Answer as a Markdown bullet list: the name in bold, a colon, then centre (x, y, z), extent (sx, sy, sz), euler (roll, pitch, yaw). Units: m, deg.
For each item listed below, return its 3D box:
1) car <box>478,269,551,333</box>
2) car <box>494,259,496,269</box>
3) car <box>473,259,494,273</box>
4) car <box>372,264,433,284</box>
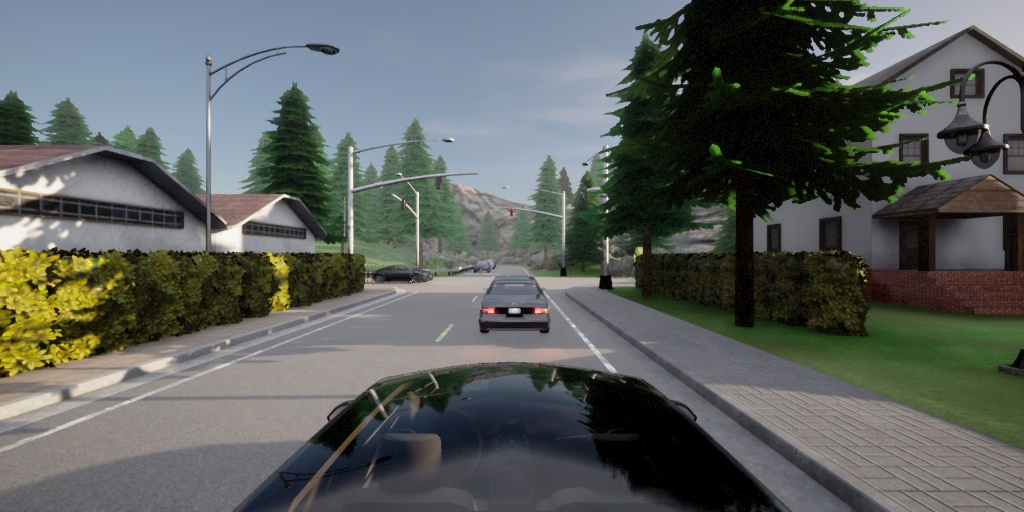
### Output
- **car**: centre (0.075, 1.297, 10.692), extent (2.033, 1.411, 5.357), euler (0, 0, 0)
- **car**: centre (-3.568, 1.275, 53.627), extent (1.812, 1.442, 4.674), euler (0, 0, 0)
- **car**: centre (-3.573, 1.275, 43.609), extent (1.812, 1.442, 4.674), euler (0, 0, 0)
- **car**: centre (-7.949, 1.306, 26.235), extent (4.181, 1.385, 1.994), euler (0, 0, 0)
